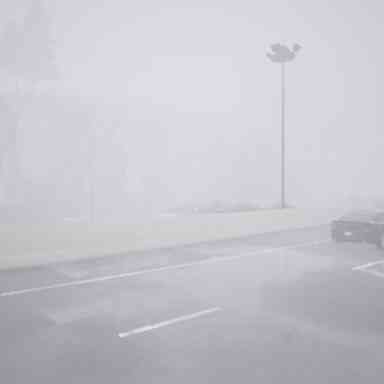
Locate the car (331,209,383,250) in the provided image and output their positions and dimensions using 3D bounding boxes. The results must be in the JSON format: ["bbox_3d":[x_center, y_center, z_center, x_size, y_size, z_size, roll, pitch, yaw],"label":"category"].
[{"bbox_3d":[8.022,1.487,14.612,5.008,1.535,1.882,0,0,-40],"label":"car"}]

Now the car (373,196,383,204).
[{"bbox_3d":[32.462,1.540,59.069,1.837,1.490,4.892,0,0,43],"label":"car"}]

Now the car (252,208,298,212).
[{"bbox_3d":[7.321,1.591,28.197,4.181,1.385,1.994,0,0,-43],"label":"car"}]

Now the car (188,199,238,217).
[{"bbox_3d":[2.160,1.531,32.962,4.902,1.511,2.128,0,0,-42],"label":"car"}]

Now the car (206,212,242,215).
[{"bbox_3d":[4.085,1.581,29.939,5.357,1.411,2.033,0,0,-42],"label":"car"}]
